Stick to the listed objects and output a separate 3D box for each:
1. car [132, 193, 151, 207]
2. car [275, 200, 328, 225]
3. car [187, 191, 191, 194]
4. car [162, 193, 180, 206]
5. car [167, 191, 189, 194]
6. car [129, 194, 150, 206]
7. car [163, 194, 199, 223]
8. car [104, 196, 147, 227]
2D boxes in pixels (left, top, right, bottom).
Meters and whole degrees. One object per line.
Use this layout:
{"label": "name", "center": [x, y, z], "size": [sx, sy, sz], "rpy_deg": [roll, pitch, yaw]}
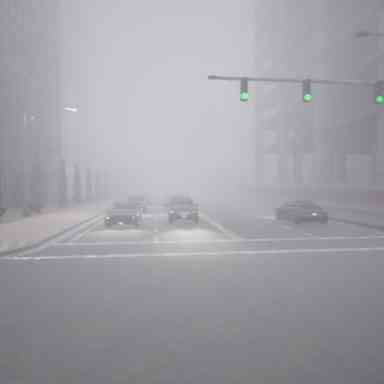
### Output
{"label": "car", "center": [-6.057, 0.889, 40.328], "size": [2.033, 1.411, 5.357], "rpy_deg": [0, 1, -6]}
{"label": "car", "center": [6.657, 1.187, 20.660], "size": [1.994, 1.385, 4.181], "rpy_deg": [0, 1, -6]}
{"label": "car", "center": [-1.030, 0.537, 59.639], "size": [1.994, 1.385, 4.181], "rpy_deg": [0, 1, -6]}
{"label": "car", "center": [-2.637, 0.870, 41.316], "size": [1.994, 1.385, 4.181], "rpy_deg": [0, 1, -6]}
{"label": "car", "center": [-1.674, 0.955, 31.358], "size": [1.882, 1.535, 5.008], "rpy_deg": [0, 1, -6]}
{"label": "car", "center": [-5.050, 1.025, 29.929], "size": [1.837, 1.490, 4.892], "rpy_deg": [0, 1, -6]}
{"label": "car", "center": [-0.699, 1.133, 21.818], "size": [2.128, 1.511, 4.902], "rpy_deg": [0, 1, -6]}
{"label": "car", "center": [-4.056, 1.234, 20.249], "size": [2.033, 1.411, 5.357], "rpy_deg": [0, 1, -6]}
